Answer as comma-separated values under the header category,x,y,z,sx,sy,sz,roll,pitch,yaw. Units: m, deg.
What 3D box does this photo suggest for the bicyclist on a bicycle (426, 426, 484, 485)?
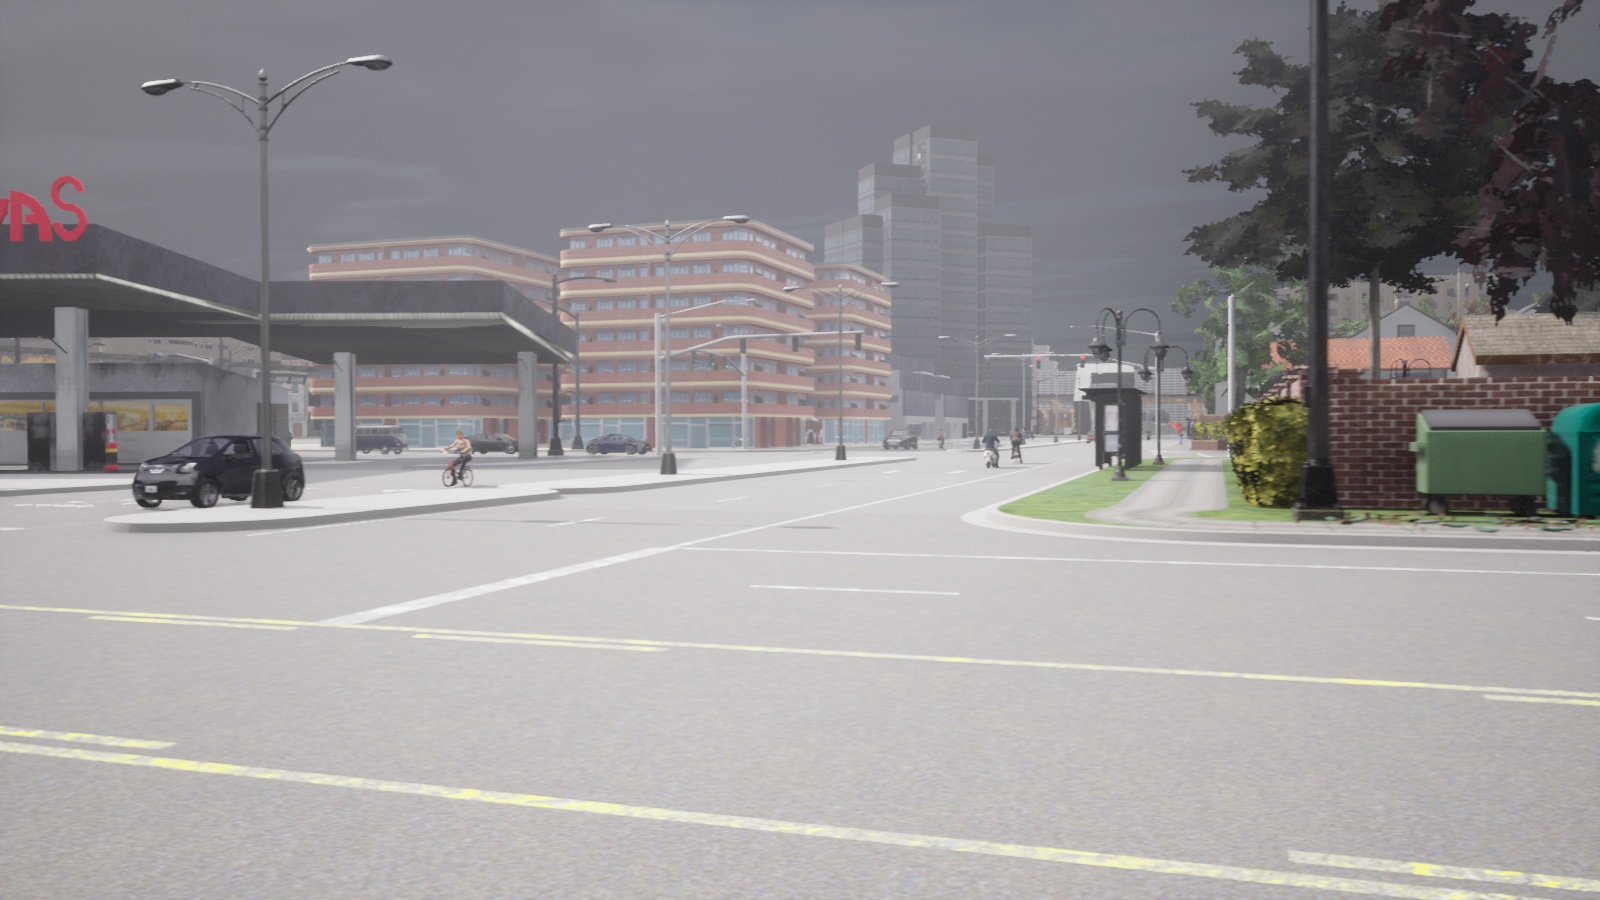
category,x,y,z,sx,sy,sz,roll,pitch,yaw
bicyclist on a bicycle,-9.668,0.162,35.193,0.866,1.612,1.509,1,0,18

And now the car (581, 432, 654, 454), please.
category,x,y,z,sx,sy,sz,roll,pitch,yaw
car,-11.668,-0.443,80.526,4.181,1.385,1.994,0,1,16

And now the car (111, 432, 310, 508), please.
category,x,y,z,sx,sy,sz,roll,pitch,yaw
car,-12.460,0.366,26.778,1.845,1.501,3.633,1,1,18

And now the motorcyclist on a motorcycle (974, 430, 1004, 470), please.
category,x,y,z,sx,sy,sz,roll,pitch,yaw
motorcyclist on a motorcycle,7.653,-0.005,50.817,0.866,1.590,1.817,1,1,18

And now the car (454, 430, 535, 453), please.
category,x,y,z,sx,sy,sz,roll,pitch,yaw
car,-20.225,-0.583,83.255,4.792,1.488,2.163,1,1,17

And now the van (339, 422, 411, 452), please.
category,x,y,z,sx,sy,sz,roll,pitch,yaw
van,-29.115,-0.908,86.046,4.442,1.987,1.775,1,1,17

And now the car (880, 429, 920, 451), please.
category,x,y,z,sx,sy,sz,roll,pitch,yaw
car,7.893,-0.800,99.087,2.033,1.649,4.856,1,1,18
